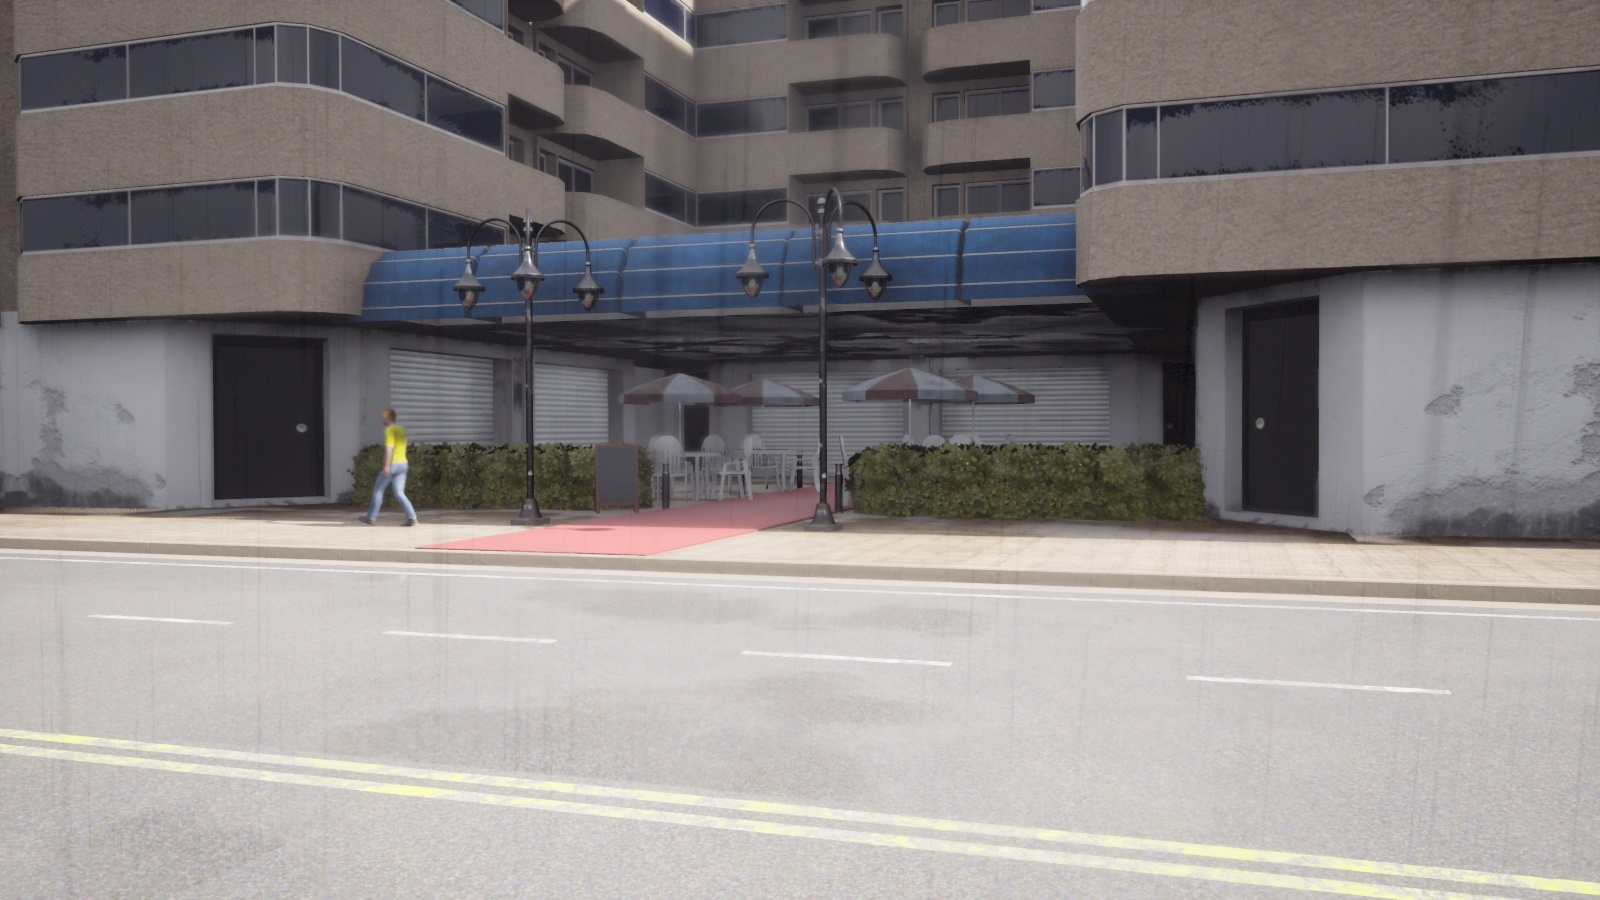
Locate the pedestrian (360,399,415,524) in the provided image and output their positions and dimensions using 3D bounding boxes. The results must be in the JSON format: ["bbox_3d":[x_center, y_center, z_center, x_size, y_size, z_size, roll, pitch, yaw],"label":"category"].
[{"bbox_3d":[-6.151,0.161,18.723,0.706,1.836,0.354,0,1,15],"label":"pedestrian"}]
